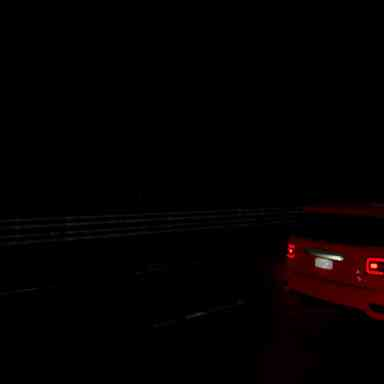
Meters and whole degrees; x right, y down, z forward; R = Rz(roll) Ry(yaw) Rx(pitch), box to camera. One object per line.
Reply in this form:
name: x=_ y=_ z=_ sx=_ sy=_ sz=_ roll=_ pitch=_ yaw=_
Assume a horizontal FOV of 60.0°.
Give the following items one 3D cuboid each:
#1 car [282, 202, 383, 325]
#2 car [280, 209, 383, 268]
car: x=4.228 y=1.217 z=6.761 sx=5.566 sy=2.045 sz=2.150 roll=0 pitch=0 yaw=-36
car: x=5.655 y=1.493 z=12.084 sx=4.902 sy=1.511 sz=2.128 roll=0 pitch=0 yaw=-35
